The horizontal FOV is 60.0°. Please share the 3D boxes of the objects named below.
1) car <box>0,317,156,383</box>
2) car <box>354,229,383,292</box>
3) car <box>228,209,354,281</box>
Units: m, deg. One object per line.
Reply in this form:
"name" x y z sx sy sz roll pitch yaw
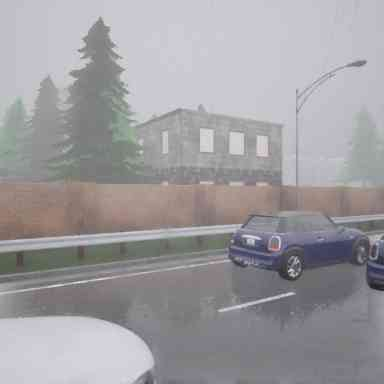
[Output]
"car" -2.461 1.526 2.113 4.674 1.442 1.812 0 0 -33
"car" 6.106 1.352 7.688 4.553 1.767 2.097 0 0 -33
"car" 3.357 1.352 10.073 4.553 1.767 2.097 0 0 -33
